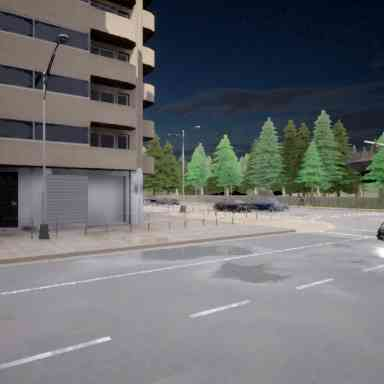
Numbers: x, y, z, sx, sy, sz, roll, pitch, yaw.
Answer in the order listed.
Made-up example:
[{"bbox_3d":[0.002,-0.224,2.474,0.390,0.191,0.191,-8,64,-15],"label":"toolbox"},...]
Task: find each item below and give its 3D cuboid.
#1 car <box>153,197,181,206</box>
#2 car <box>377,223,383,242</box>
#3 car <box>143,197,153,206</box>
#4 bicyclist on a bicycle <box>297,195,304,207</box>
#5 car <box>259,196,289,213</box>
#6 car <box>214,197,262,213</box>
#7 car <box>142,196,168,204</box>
[{"bbox_3d":[-3.757,1.508,52.850,4.181,1.385,1.994,0,0,44],"label":"car"},{"bbox_3d":[10.292,1.525,15.687,1.812,1.442,4.674,1,1,41],"label":"car"},{"bbox_3d":[-8.610,1.470,52.586,4.674,1.442,1.812,0,0,38],"label":"car"},{"bbox_3d":[15.132,1.245,46.411,1.656,1.620,0.582,0,0,-35],"label":"bicyclist on a bicycle"},{"bbox_3d":[8.465,1.297,36.679,2.097,1.767,4.553,0,0,-35],"label":"car"},{"bbox_3d":[4.631,1.492,36.124,2.033,1.411,5.357,0,0,-35],"label":"car"},{"bbox_3d":[-7.160,1.545,64.420,4.718,1.301,1.895,0,0,31],"label":"car"}]
